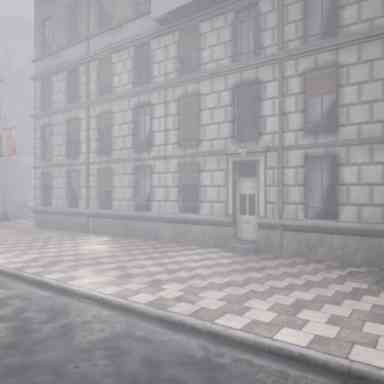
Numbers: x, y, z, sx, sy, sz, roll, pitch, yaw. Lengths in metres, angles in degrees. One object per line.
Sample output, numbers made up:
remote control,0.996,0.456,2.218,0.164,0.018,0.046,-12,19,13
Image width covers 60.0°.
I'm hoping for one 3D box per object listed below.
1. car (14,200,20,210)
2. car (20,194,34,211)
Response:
car,-19.215,1.221,41.817,2.150,2.045,5.566,0,0,36
car,-17.025,1.352,38.868,2.097,1.767,4.553,0,0,36
